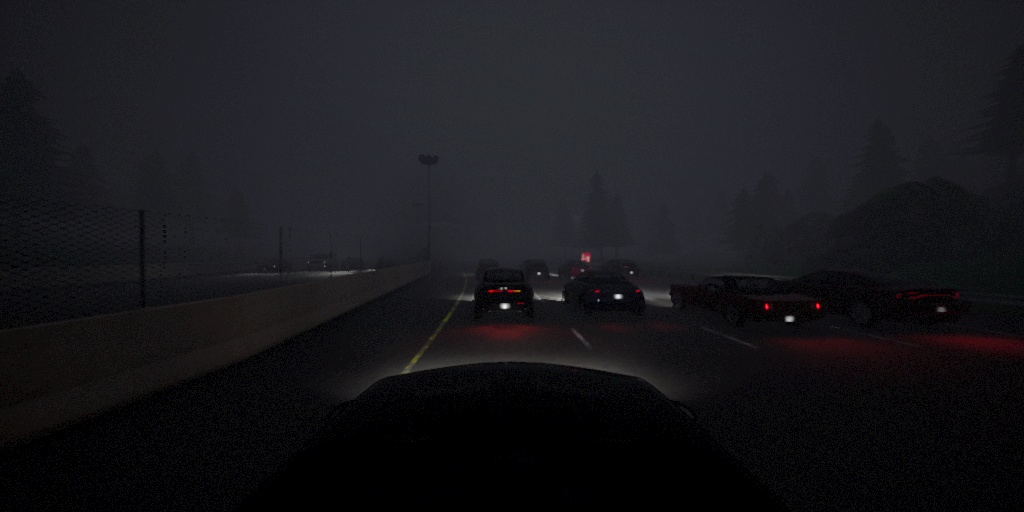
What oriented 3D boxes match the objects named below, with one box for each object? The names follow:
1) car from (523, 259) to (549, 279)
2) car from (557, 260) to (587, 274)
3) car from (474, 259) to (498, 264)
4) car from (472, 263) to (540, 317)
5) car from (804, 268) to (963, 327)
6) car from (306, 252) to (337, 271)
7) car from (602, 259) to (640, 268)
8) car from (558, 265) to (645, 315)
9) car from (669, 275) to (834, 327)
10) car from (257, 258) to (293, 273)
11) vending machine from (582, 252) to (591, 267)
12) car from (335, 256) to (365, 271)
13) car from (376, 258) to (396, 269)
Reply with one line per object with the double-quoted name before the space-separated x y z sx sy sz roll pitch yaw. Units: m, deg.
"car" 1.657 0.994 28.406 1.837 1.490 4.892 0 1 -7
"car" 5.071 1.038 29.225 1.994 1.385 4.181 0 1 -8
"car" -2.045 0.964 29.617 1.882 1.535 5.008 0 1 -8
"car" -0.325 1.151 12.608 1.837 1.490 4.892 0 1 -3
"car" 10.260 1.114 11.131 1.882 1.535 5.008 0 1 -3
"car" -22.102 0.623 42.113 2.150 2.045 5.566 0 1 -10
"car" 8.623 0.971 29.148 1.837 1.490 4.892 0 0 -7
"car" 3.155 1.198 12.994 1.994 1.385 4.181 0 1 -3
"car" 6.764 1.245 11.077 1.895 1.301 4.718 0 1 -3
"car" -24.792 0.987 37.701 1.812 1.442 4.674 0 1 -8
"vending machine" 10.154 0.469 48.880 1.100 2.100 0.880 0 0 -13
"car" -18.641 0.893 42.212 2.128 1.511 4.902 0 1 -10
"car" -15.841 0.931 45.166 1.994 1.385 4.181 0 1 -13
